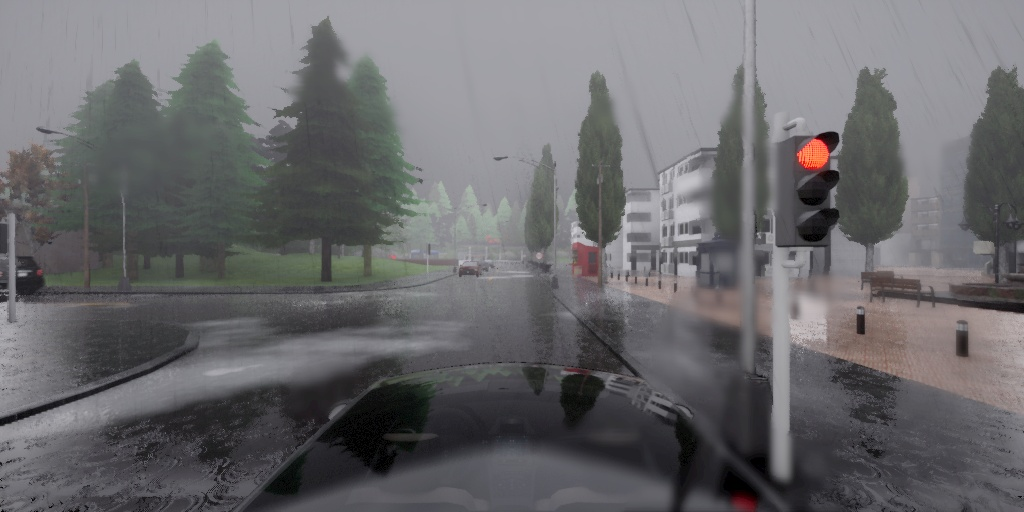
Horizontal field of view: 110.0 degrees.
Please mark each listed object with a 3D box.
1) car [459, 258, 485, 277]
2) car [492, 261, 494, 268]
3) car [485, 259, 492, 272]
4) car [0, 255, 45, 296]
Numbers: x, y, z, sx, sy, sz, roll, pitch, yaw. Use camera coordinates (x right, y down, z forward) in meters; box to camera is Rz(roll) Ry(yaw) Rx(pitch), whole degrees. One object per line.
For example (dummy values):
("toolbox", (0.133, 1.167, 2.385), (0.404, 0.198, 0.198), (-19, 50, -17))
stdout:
("car", (-4.082, 1.228, 35.771), (1.882, 1.535, 5.008), (0, 0, 0))
("car", (-3.975, 1.275, 60.167), (1.812, 1.442, 4.674), (0, 0, 1))
("car", (-4.064, 1.314, 46.005), (1.994, 1.385, 4.181), (0, 0, 0))
("car", (-25.789, 0.971, 16.950), (5.566, 2.045, 2.150), (0, 0, 1))
